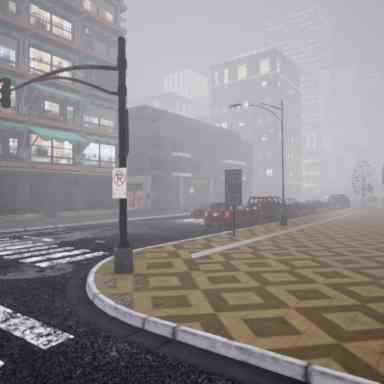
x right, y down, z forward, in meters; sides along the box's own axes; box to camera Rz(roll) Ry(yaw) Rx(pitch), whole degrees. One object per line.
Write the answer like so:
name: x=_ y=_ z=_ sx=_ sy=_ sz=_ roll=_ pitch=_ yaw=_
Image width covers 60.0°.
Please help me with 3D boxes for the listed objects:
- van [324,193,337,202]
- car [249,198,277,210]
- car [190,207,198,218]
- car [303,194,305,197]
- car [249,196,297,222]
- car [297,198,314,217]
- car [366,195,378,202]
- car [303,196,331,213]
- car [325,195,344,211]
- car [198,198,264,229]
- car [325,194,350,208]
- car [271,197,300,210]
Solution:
van: x=29.297 y=1.227 z=70.443 sx=1.690 sy=1.788 sz=3.998 roll=-1 pitch=0 yaw=36
car: x=9.322 y=1.487 z=43.267 sx=1.752 sy=1.417 sz=4.829 roll=-1 pitch=0 yaw=36
car: x=1.666 y=1.531 z=28.691 sx=1.994 sy=1.385 sz=4.181 roll=-1 pitch=0 yaw=36
car: x=22.573 y=1.438 z=61.293 sx=1.752 sy=1.417 sz=4.829 roll=-1 pitch=0 yaw=36
car: x=5.831 y=1.214 z=25.219 sx=2.192 sy=1.841 sz=5.009 roll=-1 pitch=0 yaw=36
car: x=9.146 y=1.470 z=29.724 sx=1.802 sy=1.307 sz=4.206 roll=-1 pitch=0 yaw=36
car: x=35.648 y=1.333 z=65.775 sx=1.887 sy=1.381 sz=4.507 roll=-1 pitch=0 yaw=36
car: x=12.459 y=1.420 z=34.231 sx=1.887 sy=1.381 sz=4.507 roll=-1 pitch=0 yaw=36
car: x=15.771 y=1.414 z=38.737 sx=2.008 sy=1.369 sz=4.403 roll=-1 pitch=0 yaw=36
car: x=2.519 y=1.351 z=20.712 sx=1.967 sy=1.590 sz=4.097 roll=-1 pitch=0 yaw=36
car: x=19.082 y=1.166 z=43.244 sx=2.192 sy=1.841 sz=5.009 roll=-1 pitch=0 yaw=36
car: x=12.062 y=1.406 z=42.772 sx=1.882 sy=1.535 sz=5.008 roll=-1 pitch=-1 yaw=37
